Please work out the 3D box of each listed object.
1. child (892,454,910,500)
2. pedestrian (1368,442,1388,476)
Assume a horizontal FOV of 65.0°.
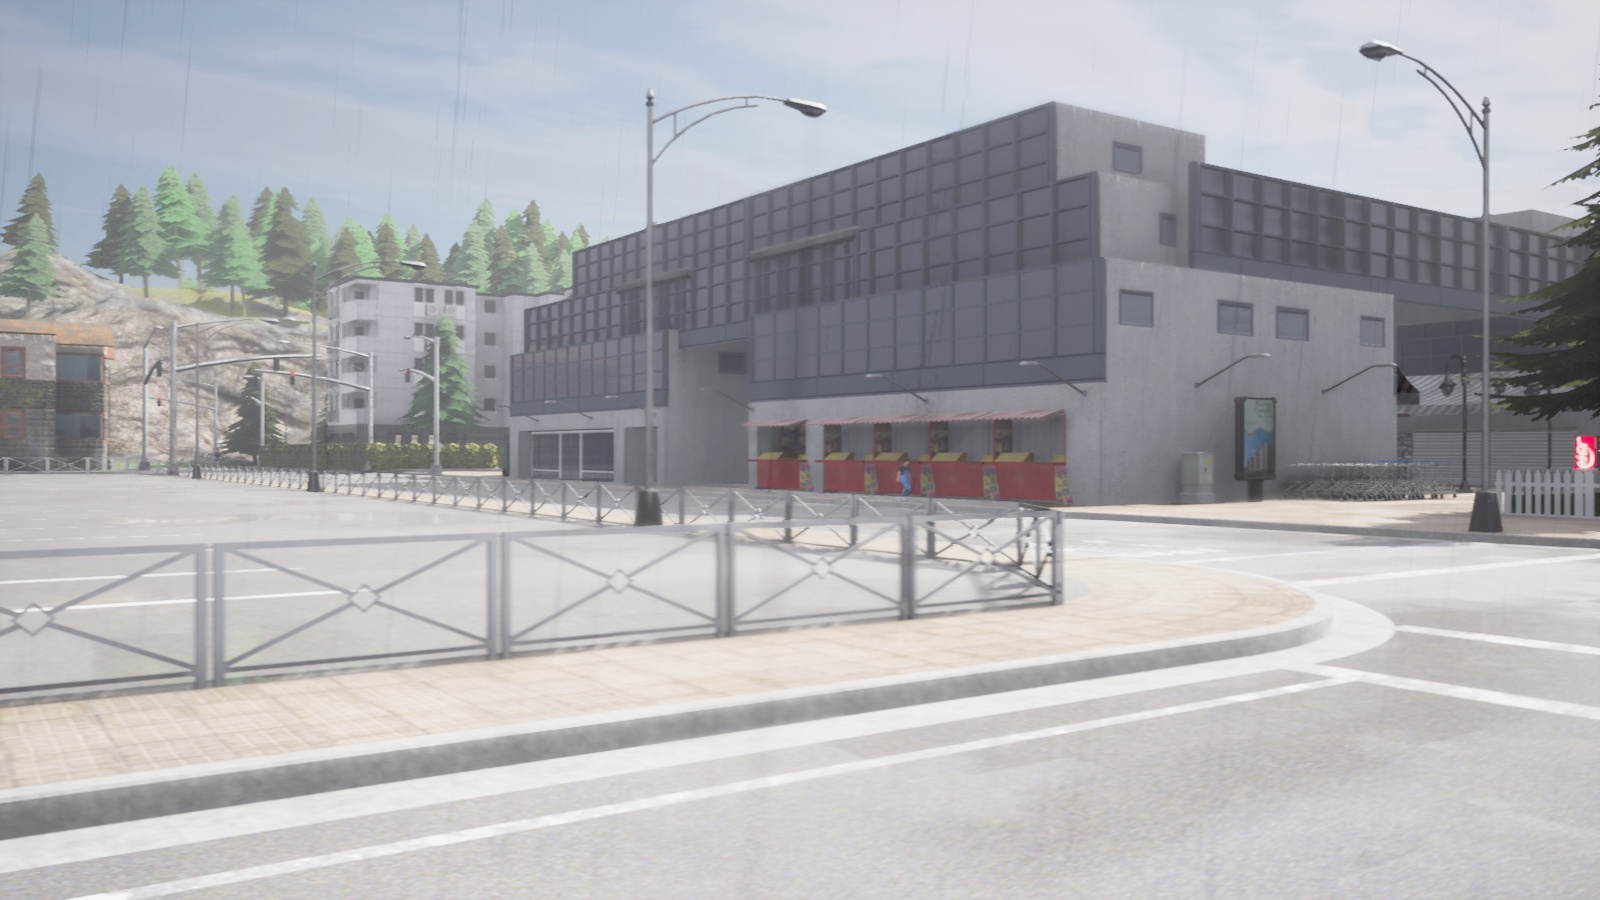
[{"bbox_3d":[2.810,0.750,34.795,0.270,1.263,0.437,0,0,-37],"label":"child"},{"bbox_3d":[32.732,0.495,71.101,0.563,1.883,0.849,0,0,-36],"label":"pedestrian"}]
